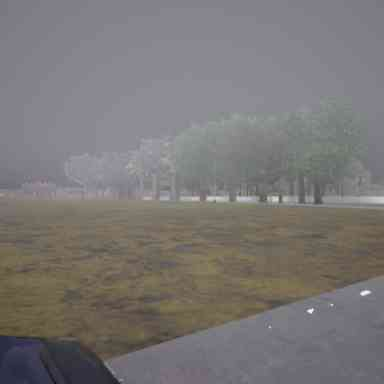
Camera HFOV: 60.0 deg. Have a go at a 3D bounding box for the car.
[{"bbox_3d":[-2.270,1.565,1.451,4.181,1.385,1.994,0,0,-36],"label":"car"}]
